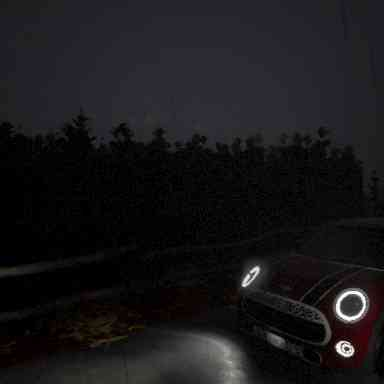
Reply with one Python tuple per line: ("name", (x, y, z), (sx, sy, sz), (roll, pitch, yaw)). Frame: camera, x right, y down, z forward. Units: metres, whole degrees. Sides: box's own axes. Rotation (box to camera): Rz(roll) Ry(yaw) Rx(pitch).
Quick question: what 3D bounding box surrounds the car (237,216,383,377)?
("car", (2.895, 1.256, 5.526), (4.553, 1.767, 2.097), (-1, 1, -35))
